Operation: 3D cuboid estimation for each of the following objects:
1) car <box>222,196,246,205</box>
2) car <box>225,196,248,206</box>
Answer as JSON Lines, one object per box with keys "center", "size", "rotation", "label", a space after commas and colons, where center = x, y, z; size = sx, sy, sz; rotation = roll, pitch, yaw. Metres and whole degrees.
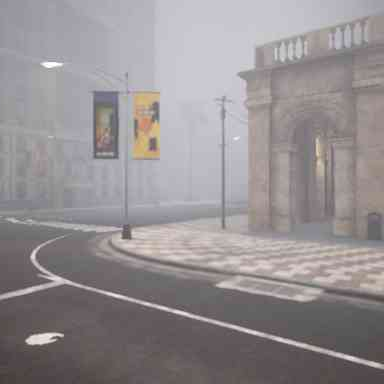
{"center": [7.667, 1.521, 60.577], "size": [2.033, 1.411, 5.357], "rotation": [0, 0, 36], "label": "car"}
{"center": [7.806, 1.502, 54.834], "size": [1.812, 1.442, 4.674], "rotation": [0, 0, 36], "label": "car"}
